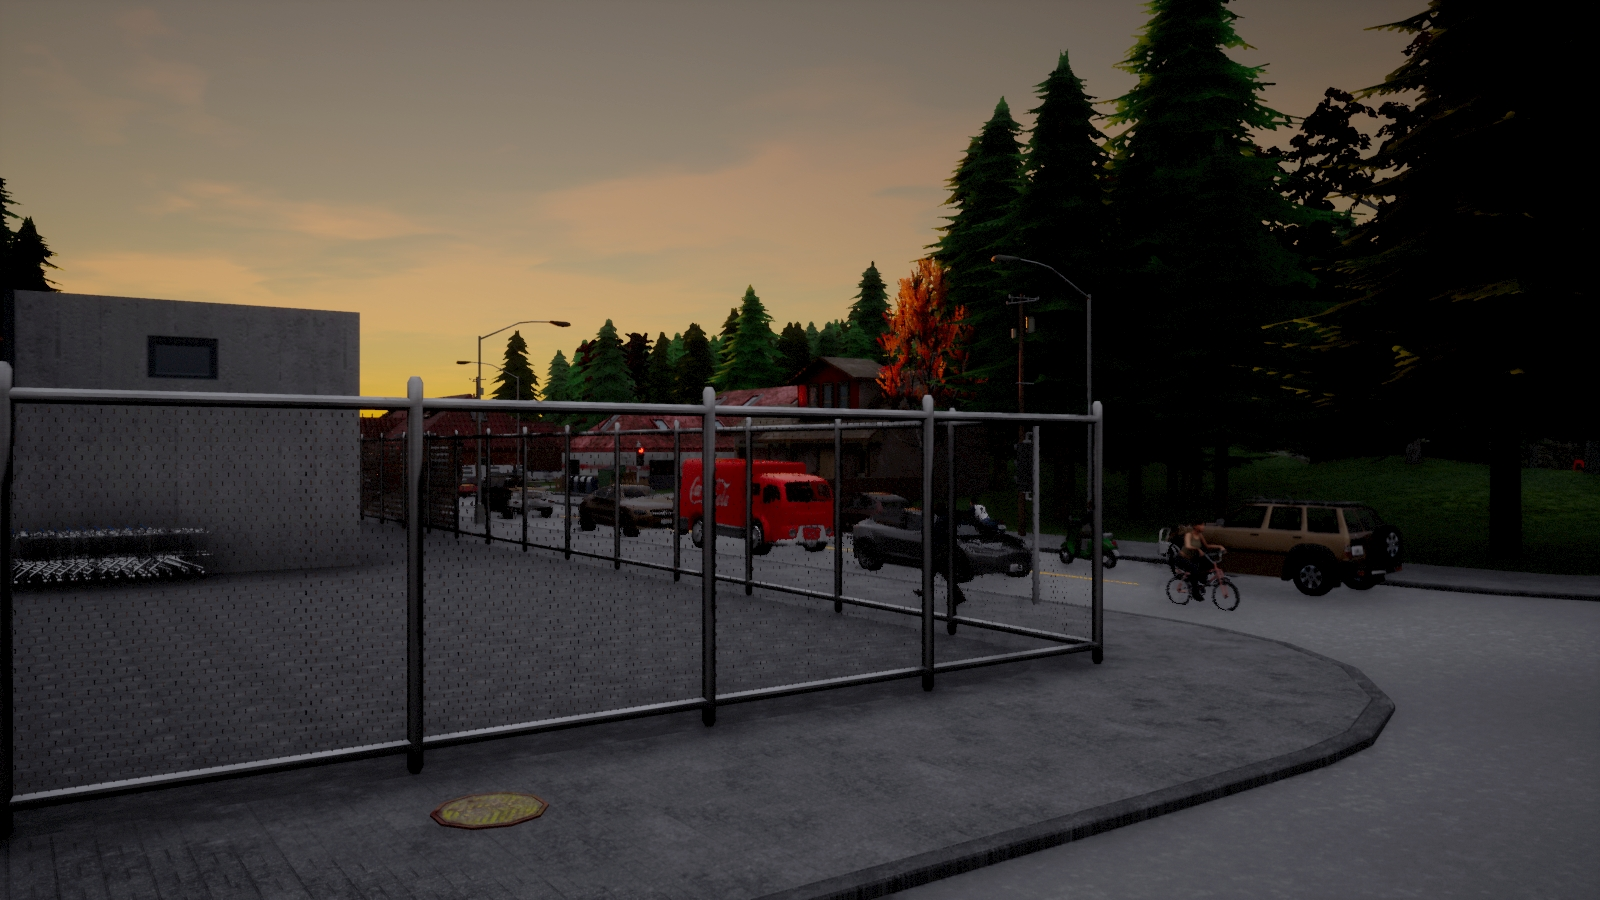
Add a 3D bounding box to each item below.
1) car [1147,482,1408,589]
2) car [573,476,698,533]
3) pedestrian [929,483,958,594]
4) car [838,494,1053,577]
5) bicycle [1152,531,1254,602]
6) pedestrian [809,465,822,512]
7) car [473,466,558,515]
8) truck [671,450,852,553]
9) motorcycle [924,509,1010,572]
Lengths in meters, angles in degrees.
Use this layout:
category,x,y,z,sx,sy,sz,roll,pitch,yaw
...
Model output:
category,x,y,z,sx,sy,sz,roll,pitch,yaw
car,9.642,1.640,23.437,1.932,1.855,4.605,0,0,-35
car,-5.629,1.769,38.461,2.152,1.651,5.027,0,0,-35
pedestrian,2.475,1.515,19.721,0.375,1.860,0.375,0,0,30
car,3.156,1.840,25.840,2.163,1.488,4.792,0,0,-35
bicycle,7.105,2.033,20.198,0.859,1.080,1.487,0,0,-35
pedestrian,0.627,1.521,45.800,0.375,1.860,0.375,0,0,-35
car,-11.855,1.641,47.434,1.932,1.855,4.605,0,0,-35
truck,-1.180,1.316,32.056,2.627,2.467,5.204,0,2,-35
motorcycle,3.660,1.959,25.125,0.856,1.236,1.805,0,0,-35
